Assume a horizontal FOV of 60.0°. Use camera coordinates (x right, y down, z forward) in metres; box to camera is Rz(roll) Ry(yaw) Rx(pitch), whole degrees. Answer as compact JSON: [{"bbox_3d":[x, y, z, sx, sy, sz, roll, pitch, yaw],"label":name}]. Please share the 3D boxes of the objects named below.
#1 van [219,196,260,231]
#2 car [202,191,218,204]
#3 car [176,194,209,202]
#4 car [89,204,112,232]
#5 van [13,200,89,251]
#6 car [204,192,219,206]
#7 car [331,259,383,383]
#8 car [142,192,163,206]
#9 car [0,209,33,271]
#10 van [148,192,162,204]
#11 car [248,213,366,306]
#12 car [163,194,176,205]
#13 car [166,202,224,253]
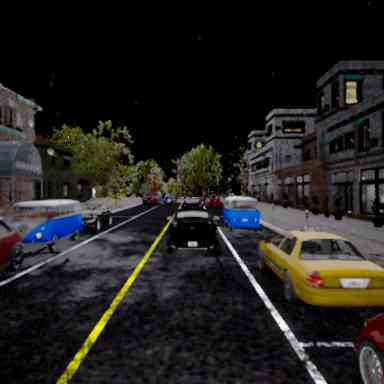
[{"bbox_3d":[2.695,1.173,18.743,1.690,1.788,3.998,1,1,0],"label":"van"},{"bbox_3d":[2.698,0.836,51.999,2.192,1.841,5.009,1,1,0],"label":"car"},{"bbox_3d":[0.036,1.239,28.087,2.128,1.511,4.902,0,1,0],"label":"car"},{"bbox_3d":[-5.688,1.383,18.729,2.008,1.369,4.403,1,1,0],"label":"car"},{"bbox_3d":[-5.683,1.223,13.184,1.690,1.788,3.998,1,1,0],"label":"van"},{"bbox_3d":[2.687,1.068,40.915,1.967,1.590,4.097,1,1,0],"label":"car"},{"bbox_3d":[2.698,1.562,2.116,1.802,1.307,4.206,1,1,0],"label":"car"},{"bbox_3d":[-5.694,0.890,46.442,2.192,1.841,5.009,1,1,0],"label":"car"},{"bbox_3d":[-5.683,1.371,7.642,1.967,1.590,4.097,1,1,0],"label":"car"},{"bbox_3d":[-5.709,0.863,51.984,1.690,1.788,3.998,1,1,0],"label":"van"},{"bbox_3d":[2.697,1.455,7.828,1.752,1.417,4.829,1,1,0],"label":"car"},{"bbox_3d":[-3.109,1.059,47.274,2.128,1.511,4.902,0,0,0],"label":"car"},{"bbox_3d":[0.042,1.388,13.102,1.837,1.490,4.892,0,1,0],"label":"car"}]
